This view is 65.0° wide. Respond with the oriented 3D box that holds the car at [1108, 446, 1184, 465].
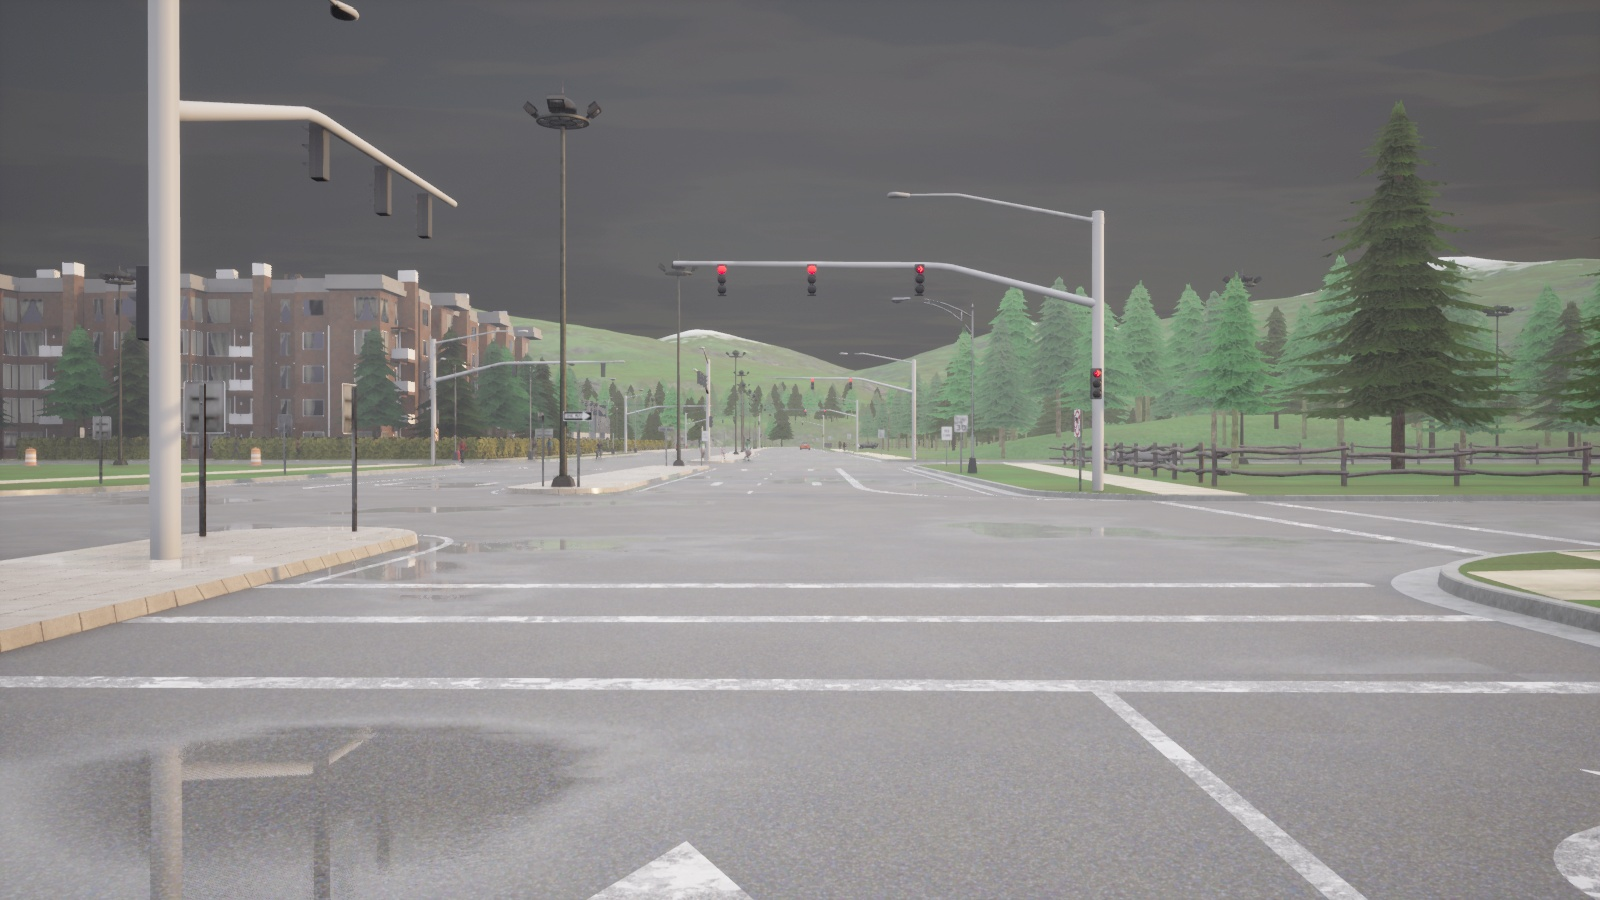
[{"bbox_3d":[23.906,0.376,86.864,4.718,1.301,1.895,0,0,0],"label":"car"}]
